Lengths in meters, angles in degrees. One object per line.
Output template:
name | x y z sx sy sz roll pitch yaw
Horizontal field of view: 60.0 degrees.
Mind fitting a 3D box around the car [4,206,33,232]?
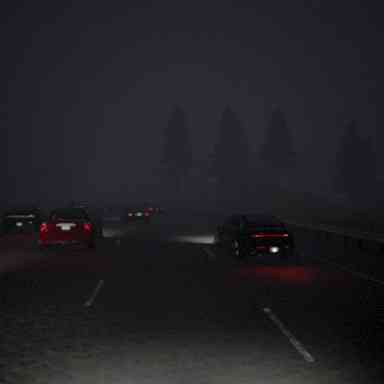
car | -10.321 1.598 20.926 2.128 1.511 4.902 0 0 -16

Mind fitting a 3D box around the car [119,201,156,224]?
car | -4.655 1.672 26.407 2.033 1.411 5.357 0 0 -19

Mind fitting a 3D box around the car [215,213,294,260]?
car | 2.198 1.560 12.816 1.837 1.490 4.892 0 0 -9

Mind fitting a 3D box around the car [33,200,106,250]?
car | -5.252 1.426 14.921 2.097 1.767 4.553 0 0 -10

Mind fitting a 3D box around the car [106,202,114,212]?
car | -11.042 1.797 40.565 1.895 1.301 4.718 0 0 -29

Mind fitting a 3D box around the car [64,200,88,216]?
car | -12.635 1.682 36.149 1.837 1.490 4.892 0 -1 -26

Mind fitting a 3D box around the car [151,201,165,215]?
car | -4.538 1.713 35.531 2.033 1.411 5.357 0 0 -25
